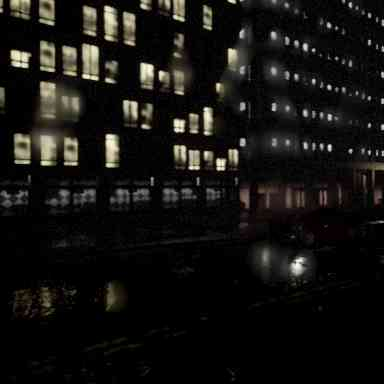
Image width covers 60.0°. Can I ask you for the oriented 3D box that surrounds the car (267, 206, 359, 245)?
[{"bbox_3d":[5.647,1.427,15.310,5.008,1.535,1.882,0,0,-34],"label":"car"}]
